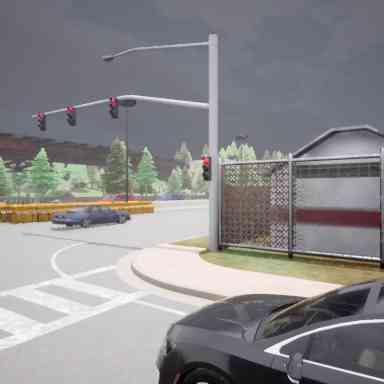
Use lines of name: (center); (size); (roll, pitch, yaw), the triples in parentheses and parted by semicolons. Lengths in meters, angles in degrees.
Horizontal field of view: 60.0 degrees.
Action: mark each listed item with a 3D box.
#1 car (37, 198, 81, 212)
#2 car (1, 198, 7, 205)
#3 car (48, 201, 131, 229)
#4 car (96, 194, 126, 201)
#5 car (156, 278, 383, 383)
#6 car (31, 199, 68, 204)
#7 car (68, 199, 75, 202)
car: (-15.841, 1.526, 39.857); (1.812, 1.442, 4.674); (0, 0, 34)
car: (-20.676, 1.352, 32.635); (2.097, 1.767, 4.553); (0, 0, 34)
car: (-6.492, 1.547, 22.012); (2.033, 1.411, 5.357); (0, 0, 34)
car: (-8.743, 1.221, 37.910); (2.150, 2.045, 5.566); (0, 0, 34)
car: (1.873, 1.505, 2.671); (4.892, 1.490, 1.837); (0, 0, 36)
car: (-13.879, 1.564, 30.200); (1.994, 1.385, 4.181); (0, 0, 33)
car: (-14.903, 1.601, 34.978); (1.895, 1.301, 4.718); (0, 0, 34)
